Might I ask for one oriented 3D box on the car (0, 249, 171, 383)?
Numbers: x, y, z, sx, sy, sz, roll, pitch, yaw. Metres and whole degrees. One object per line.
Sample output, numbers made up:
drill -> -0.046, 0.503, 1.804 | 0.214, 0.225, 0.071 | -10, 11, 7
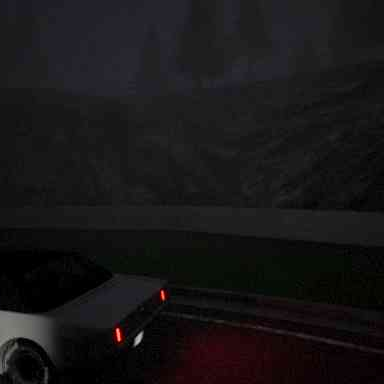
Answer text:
car -> -2.806, 1.538, 4.738 | 4.718, 1.301, 1.895 | 0, 1, 16
